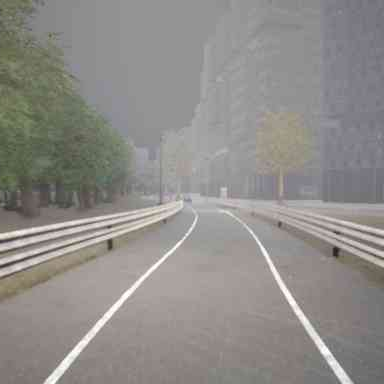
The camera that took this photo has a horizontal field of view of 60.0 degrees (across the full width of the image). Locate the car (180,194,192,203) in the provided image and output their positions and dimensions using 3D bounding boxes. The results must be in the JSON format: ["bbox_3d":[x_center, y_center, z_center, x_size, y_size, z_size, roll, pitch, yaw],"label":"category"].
[{"bbox_3d":[-1.420,1.346,67.118,2.097,1.767,4.553,0,0,-13],"label":"car"}]
